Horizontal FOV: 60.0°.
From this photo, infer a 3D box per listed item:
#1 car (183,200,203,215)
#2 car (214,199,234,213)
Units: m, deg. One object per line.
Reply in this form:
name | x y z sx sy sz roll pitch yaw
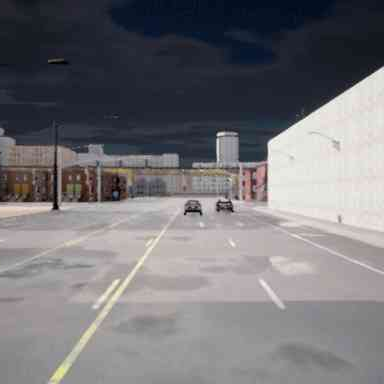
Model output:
car | 0.098 1.534 34.113 2.033 1.411 5.357 0 0 0
car | 3.595 1.477 37.622 2.128 1.511 4.902 0 0 0
